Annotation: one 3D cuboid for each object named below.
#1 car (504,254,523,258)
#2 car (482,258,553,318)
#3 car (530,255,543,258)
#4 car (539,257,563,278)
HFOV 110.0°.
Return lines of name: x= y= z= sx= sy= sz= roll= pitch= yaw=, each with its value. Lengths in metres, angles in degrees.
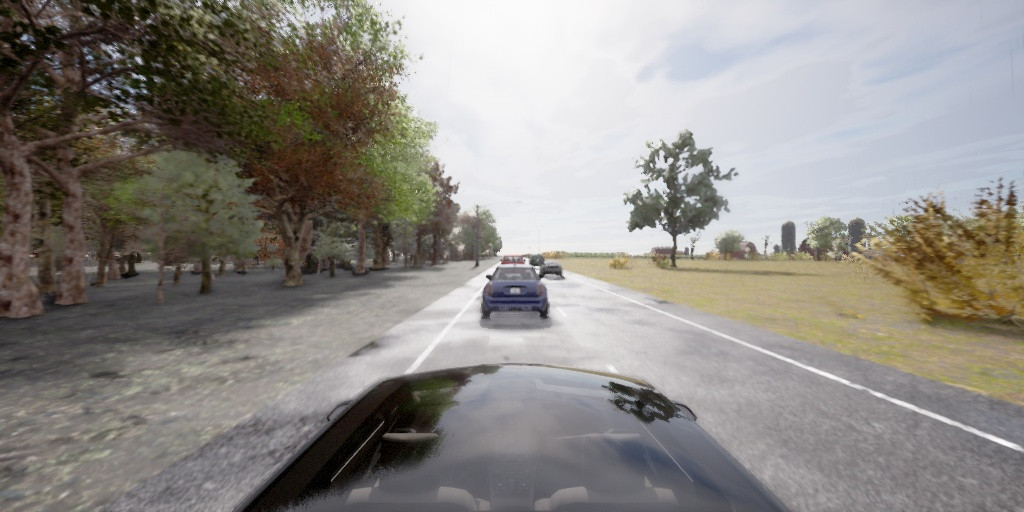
car: x=0.100 y=0.874 z=32.670 sx=2.150 sy=2.045 sz=5.566 roll=0 pitch=0 yaw=0
car: x=0.099 y=1.067 z=12.967 sx=2.097 sy=1.767 sz=4.553 roll=0 pitch=0 yaw=0
car: x=3.590 y=0.802 z=52.926 sx=2.150 sy=2.045 sz=5.566 roll=0 pitch=0 yaw=0
car: x=3.541 y=1.157 z=32.746 sx=1.837 sy=1.490 sz=4.892 roll=0 pitch=1 yaw=1
